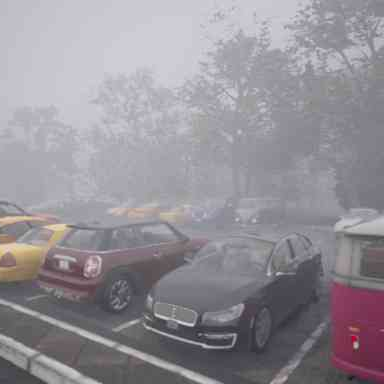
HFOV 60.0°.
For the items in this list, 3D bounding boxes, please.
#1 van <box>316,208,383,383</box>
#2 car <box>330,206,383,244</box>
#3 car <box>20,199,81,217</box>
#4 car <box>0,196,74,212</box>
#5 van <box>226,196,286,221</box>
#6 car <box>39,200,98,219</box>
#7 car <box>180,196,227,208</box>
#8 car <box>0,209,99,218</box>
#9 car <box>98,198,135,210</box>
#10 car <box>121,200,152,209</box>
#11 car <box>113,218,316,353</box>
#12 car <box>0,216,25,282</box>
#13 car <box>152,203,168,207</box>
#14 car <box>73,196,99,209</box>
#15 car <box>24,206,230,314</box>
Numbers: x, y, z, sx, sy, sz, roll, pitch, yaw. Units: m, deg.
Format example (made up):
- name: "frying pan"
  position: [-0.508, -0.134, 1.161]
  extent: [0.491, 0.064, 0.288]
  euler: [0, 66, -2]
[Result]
- name: "van"
  position: [3.474, 1.294, 4.951]
  extent: [1.878, 1.987, 4.442]
  euler: [0, 0, 36]
- name: "car"
  position: [8.763, 1.572, 17.119]
  extent: [2.002, 1.452, 4.674]
  euler: [0, 0, 36]
- name: "car"
  position: [-14.067, 1.544, 33.319]
  extent: [1.946, 1.575, 5.366]
  euler: [1, 0, 36]
- name: "car"
  position: [-7.873, 1.330, 13.009]
  extent: [2.435, 2.045, 5.566]
  euler: [0, 0, 36]
- name: "van"
  position: [4.172, 1.330, 20.276]
  extent: [1.878, 1.987, 4.442]
  euler: [0, 0, 36]
- name: "car"
  position: [-11.692, 1.573, 31.845]
  extent: [2.097, 1.535, 5.008]
  euler: [1, 0, 36]
- name: "car"
  position: [1.963, 1.317, 21.975]
  extent: [2.435, 2.045, 5.566]
  euler: [0, 0, 36]
- name: "car"
  position: [-5.633, 1.569, 11.355]
  extent: [2.097, 1.535, 5.008]
  euler: [0, 0, 36]
- name: "car"
  position: [-4.883, 1.475, 26.976]
  extent: [2.185, 1.767, 4.553]
  euler: [0, 0, 36]
- name: "car"
  position: [-2.644, 1.593, 25.319]
  extent: [2.097, 1.535, 5.008]
  euler: [0, 0, 36]
- name: "car"
  position: [1.151, 1.534, 6.487]
  extent: [2.231, 1.521, 4.892]
  euler: [0, 0, 36]
- name: "car"
  position: [-3.262, 1.554, 9.884]
  extent: [1.946, 1.575, 5.366]
  euler: [0, 0, 36]
- name: "car"
  position: [-0.172, 1.577, 23.775]
  extent: [1.946, 1.575, 5.366]
  euler: [0, 0, 36]
- name: "car"
  position: [-9.414, 1.339, 30.233]
  extent: [2.435, 2.045, 5.566]
  euler: [0, 0, 36]
- name: "car"
  position: [-1.232, 1.420, 8.155]
  extent: [2.185, 1.767, 4.553]
  euler: [0, 0, 36]
